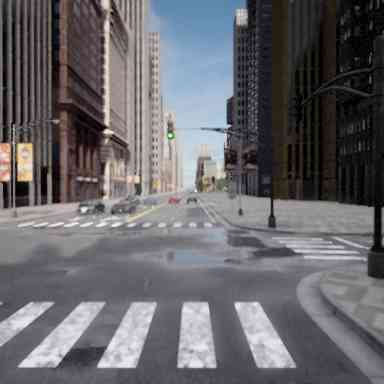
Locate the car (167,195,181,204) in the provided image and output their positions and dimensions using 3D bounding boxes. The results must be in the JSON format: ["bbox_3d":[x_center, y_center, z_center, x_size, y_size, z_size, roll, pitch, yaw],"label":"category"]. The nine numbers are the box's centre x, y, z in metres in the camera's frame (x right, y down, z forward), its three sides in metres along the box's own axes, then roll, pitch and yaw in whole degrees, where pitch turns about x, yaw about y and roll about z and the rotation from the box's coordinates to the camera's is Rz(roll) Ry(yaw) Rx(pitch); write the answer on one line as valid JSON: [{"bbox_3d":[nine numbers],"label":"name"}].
[{"bbox_3d":[-3.263,1.396,59.778,1.812,1.442,4.674,0,0,0],"label":"car"}]

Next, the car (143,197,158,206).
[{"bbox_3d":[-6.545,1.438,52.775,2.033,1.411,5.357,0,0,1],"label":"car"}]

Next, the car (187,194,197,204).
[{"bbox_3d":[-0.012,1.376,59.397,1.837,1.490,4.892,0,0,0],"label":"car"}]

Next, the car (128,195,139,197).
[{"bbox_3d":[-9.789,1.236,54.682,2.097,1.767,4.553,0,0,0],"label":"car"}]

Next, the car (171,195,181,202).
[{"bbox_3d":[-3.264,1.304,69.844,1.895,1.301,4.718,0,0,0],"label":"car"}]

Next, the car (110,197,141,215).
[{"bbox_3d":[-6.599,1.506,32.568,1.994,1.385,4.181,0,0,0],"label":"car"}]

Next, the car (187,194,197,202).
[{"bbox_3d":[-0.014,1.234,69.814,2.128,1.511,4.902,0,0,0],"label":"car"}]

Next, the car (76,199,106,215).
[{"bbox_3d":[-9.849,1.434,32.761,2.128,1.511,4.902,0,0,0],"label":"car"}]
